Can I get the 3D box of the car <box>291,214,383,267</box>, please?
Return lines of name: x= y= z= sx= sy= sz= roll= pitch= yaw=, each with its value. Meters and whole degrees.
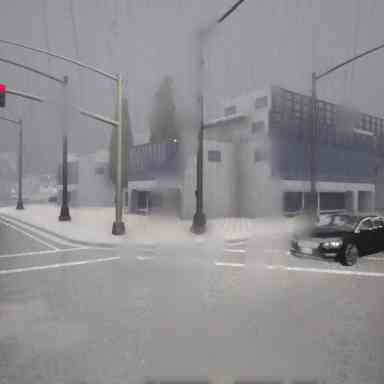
car: x=5.444 y=1.536 z=11.625 sx=4.902 sy=1.511 sz=2.128 roll=0 pitch=0 yaw=-37

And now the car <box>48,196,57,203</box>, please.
car: x=-26.269 y=1.472 z=66.088 sx=2.128 sy=1.511 sz=4.902 roll=0 pitch=0 yaw=20
